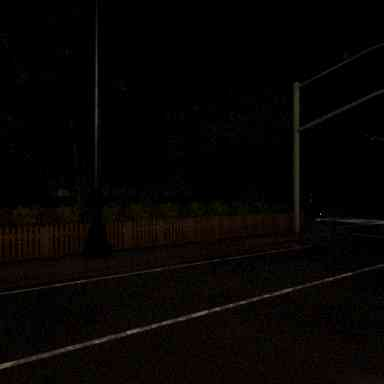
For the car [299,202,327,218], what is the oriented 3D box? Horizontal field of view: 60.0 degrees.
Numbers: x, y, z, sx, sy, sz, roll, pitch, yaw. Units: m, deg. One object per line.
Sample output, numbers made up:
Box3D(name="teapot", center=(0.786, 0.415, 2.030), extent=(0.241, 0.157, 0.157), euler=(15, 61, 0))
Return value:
Box3D(name="car", center=(9.856, 1.601, 30.557), extent=(1.895, 1.301, 4.718), euler=(0, 0, -35))
